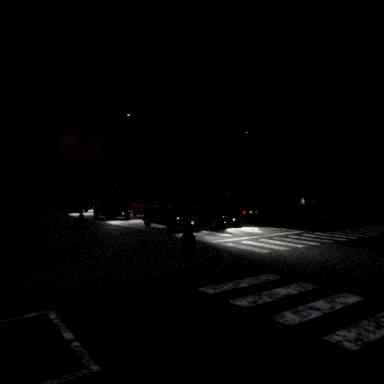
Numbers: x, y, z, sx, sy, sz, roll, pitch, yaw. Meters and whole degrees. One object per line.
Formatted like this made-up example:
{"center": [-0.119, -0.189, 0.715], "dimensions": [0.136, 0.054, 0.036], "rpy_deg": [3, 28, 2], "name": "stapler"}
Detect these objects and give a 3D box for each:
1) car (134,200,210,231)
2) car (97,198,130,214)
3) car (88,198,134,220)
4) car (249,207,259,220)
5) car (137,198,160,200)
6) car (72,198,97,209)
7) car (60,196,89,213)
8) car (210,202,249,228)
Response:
{"center": [-1.407, 1.469, 20.706], "dimensions": [2.128, 1.511, 4.902], "rpy_deg": [0, 0, -36], "name": "car"}
{"center": [-8.669, 1.473, 36.404], "dimensions": [1.812, 1.442, 4.674], "rpy_deg": [0, 0, -36], "name": "car"}
{"center": [-6.898, 1.468, 28.352], "dimensions": [1.837, 1.490, 4.892], "rpy_deg": [0, 0, -36], "name": "car"}
{"center": [2.835, 1.513, 26.291], "dimensions": [2.033, 1.411, 5.357], "rpy_deg": [0, 0, -36], "name": "car"}
{"center": [-3.540, 1.313, 29.248], "dimensions": [2.097, 1.767, 4.553], "rpy_deg": [0, 0, -36], "name": "car"}
{"center": [-14.430, 1.533, 44.475], "dimensions": [1.895, 1.301, 4.718], "rpy_deg": [0, 0, -35], "name": "car"}
{"center": [-13.118, 1.494, 37.009], "dimensions": [2.033, 1.411, 5.357], "rpy_deg": [0, 0, -36], "name": "car"}
{"center": [1.446, 1.538, 22.303], "dimensions": [1.994, 1.385, 4.181], "rpy_deg": [0, 0, -36], "name": "car"}
